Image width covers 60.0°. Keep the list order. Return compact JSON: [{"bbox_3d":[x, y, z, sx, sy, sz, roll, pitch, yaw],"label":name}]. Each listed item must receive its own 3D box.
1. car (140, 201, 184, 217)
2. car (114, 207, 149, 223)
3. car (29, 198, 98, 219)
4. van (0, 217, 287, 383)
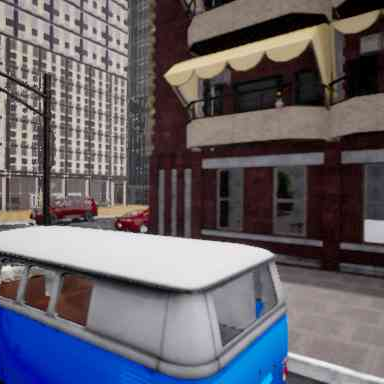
[{"bbox_3d":[-2.982,1.672,33.992,1.887,1.381,4.507,0,0,36],"label":"car"},{"bbox_3d":[-2.664,1.714,20.123,1.887,1.381,4.507,0,0,36],"label":"car"},{"bbox_3d":[-9.454,1.383,25.030,2.192,1.841,5.009,0,0,36],"label":"car"},{"bbox_3d":[-1.011,1.346,3.579,3.998,1.788,1.690,0,1,36],"label":"van"}]
